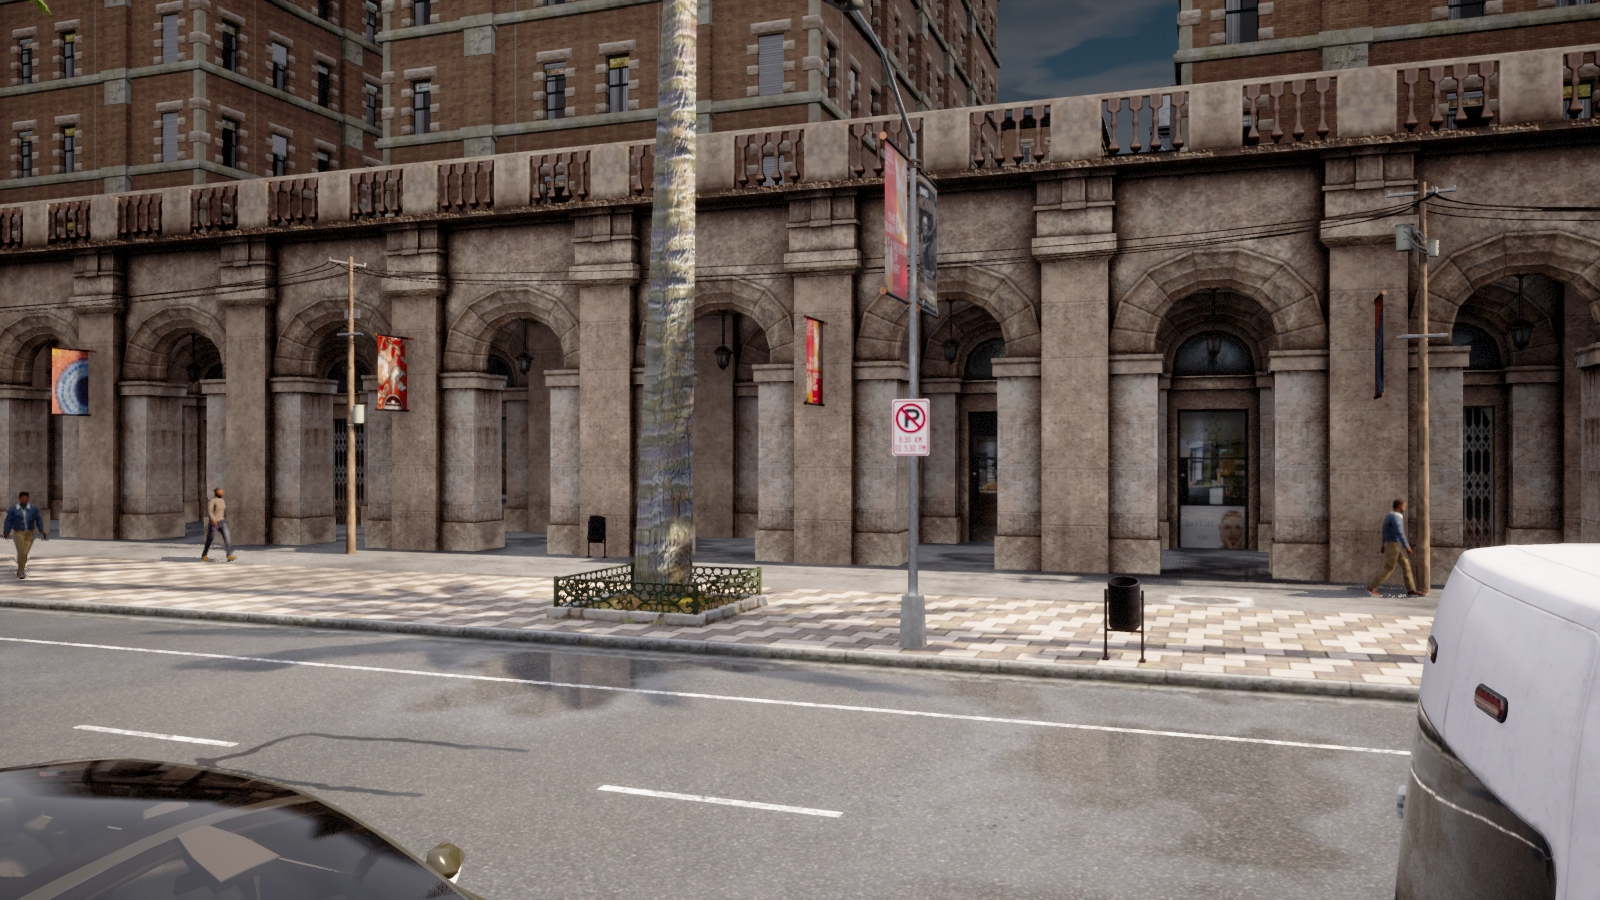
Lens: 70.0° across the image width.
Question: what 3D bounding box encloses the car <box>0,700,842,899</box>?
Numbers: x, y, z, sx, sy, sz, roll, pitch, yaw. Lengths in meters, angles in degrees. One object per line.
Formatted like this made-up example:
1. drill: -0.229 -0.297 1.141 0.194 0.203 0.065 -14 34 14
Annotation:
1. car: -2.519 2.061 4.220 4.892 1.480 2.231 0 0 20

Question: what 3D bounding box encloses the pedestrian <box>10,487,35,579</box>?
1. pedestrian: -15.971 1.696 23.465 0.375 1.860 0.375 0 0 -42

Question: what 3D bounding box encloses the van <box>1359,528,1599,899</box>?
1. van: 4.249 1.534 1.754 5.915 2.561 1.988 0 0 20

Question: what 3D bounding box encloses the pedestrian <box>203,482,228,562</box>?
1. pedestrian: -13.763 1.696 26.919 0.375 1.860 0.375 0 0 19

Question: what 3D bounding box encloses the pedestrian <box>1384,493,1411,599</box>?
1. pedestrian: 10.642 1.696 20.344 0.375 1.860 0.375 0 0 20
